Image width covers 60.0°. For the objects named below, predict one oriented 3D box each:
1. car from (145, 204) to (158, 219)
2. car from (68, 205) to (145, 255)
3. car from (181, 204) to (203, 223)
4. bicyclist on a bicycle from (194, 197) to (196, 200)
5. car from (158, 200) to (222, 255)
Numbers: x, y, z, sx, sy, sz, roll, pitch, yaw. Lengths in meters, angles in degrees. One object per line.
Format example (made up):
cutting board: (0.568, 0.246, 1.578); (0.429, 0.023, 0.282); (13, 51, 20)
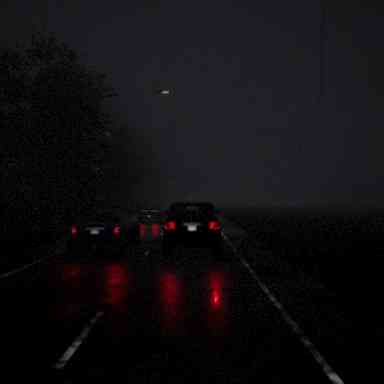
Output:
car: (-3.487, 1.773, 29.285); (2.128, 1.511, 4.902); (0, 0, 0)
car: (-3.494, 1.485, 14.073); (2.097, 1.767, 4.553); (0, -1, 0)
car: (0.014, 1.807, 29.381); (1.812, 1.442, 4.674); (0, 0, 0)
bicyclist on a bicycle: (0.989, 2.277, 94.697); (0.659, 1.776, 1.843); (0, 0, 0)
car: (0.005, 1.351, 13.996); (2.150, 2.045, 5.566); (0, 0, 0)
